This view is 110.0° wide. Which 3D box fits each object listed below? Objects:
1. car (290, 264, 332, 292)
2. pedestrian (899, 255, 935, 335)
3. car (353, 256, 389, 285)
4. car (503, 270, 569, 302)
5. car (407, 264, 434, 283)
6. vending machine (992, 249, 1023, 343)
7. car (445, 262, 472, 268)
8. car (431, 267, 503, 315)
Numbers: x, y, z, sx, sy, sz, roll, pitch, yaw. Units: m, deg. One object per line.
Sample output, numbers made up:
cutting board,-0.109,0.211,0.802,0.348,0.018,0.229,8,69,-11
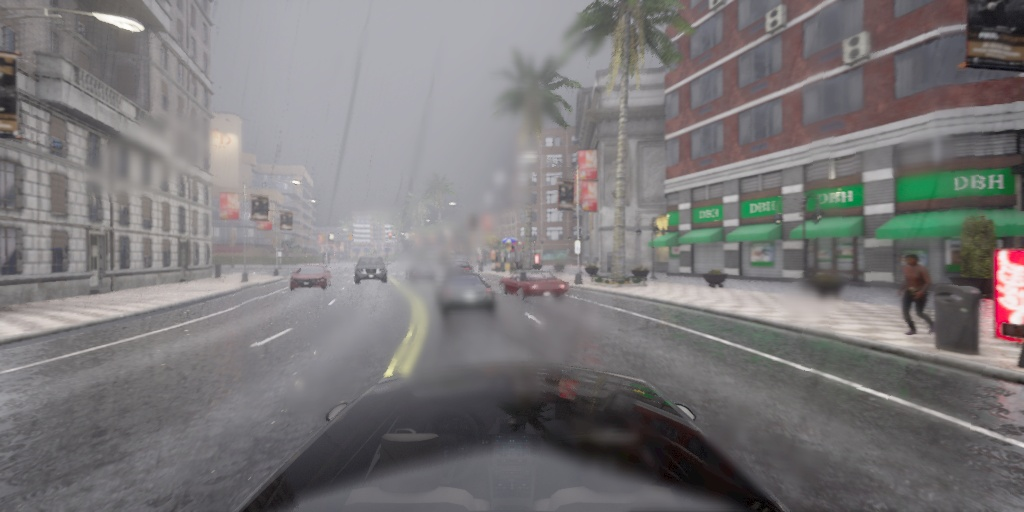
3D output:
car,-12.720,1.317,22.889,1.882,1.535,5.008,-1,0,-22
pedestrian,8.849,0.799,7.839,0.375,1.860,0.375,-1,0,-7
car,-10.719,1.038,27.326,2.150,2.045,5.566,-1,0,-21
car,0.849,1.321,16.936,1.895,1.301,4.718,-1,0,-18
car,-7.086,1.326,28.088,2.033,1.411,5.357,-1,0,-22
vending machine,10.631,0.837,7.081,1.100,2.100,0.880,0,0,-6
car,-4.668,1.253,31.413,1.837,1.490,4.892,-1,-1,-22
car,-1.880,1.314,13.748,1.994,1.385,4.181,-1,0,-15
